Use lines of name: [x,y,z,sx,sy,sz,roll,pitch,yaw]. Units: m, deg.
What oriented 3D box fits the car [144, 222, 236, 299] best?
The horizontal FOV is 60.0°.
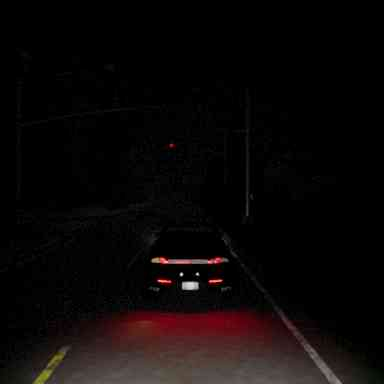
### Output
car: [-0.071,1.497,8.488,2.128,1.511,4.902,0,0,-1]
